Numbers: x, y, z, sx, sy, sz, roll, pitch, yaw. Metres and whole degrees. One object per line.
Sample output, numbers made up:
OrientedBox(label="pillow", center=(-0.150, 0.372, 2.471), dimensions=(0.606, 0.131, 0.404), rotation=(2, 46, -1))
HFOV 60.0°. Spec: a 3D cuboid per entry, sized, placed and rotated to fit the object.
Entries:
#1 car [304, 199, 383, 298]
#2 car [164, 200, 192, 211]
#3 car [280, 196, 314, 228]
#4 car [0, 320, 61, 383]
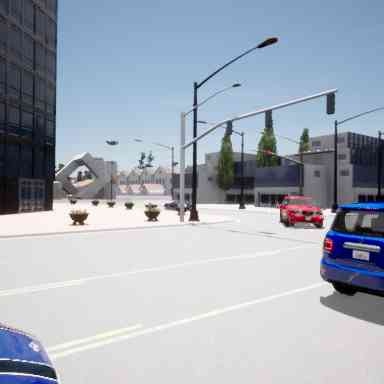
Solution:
OrientedBox(label="car", center=(5.232, 1.240, 7.526), dimensions=(5.566, 2.045, 2.150), rotation=(0, 0, -35))
OrientedBox(label="car", center=(-1.482, 1.694, 40.766), dimensions=(1.895, 1.301, 4.718), rotation=(1, -1, -35))
OrientedBox(label="car", center=(7.465, 1.306, 22.967), dimensions=(2.150, 2.045, 5.566), rotation=(2, 0, 8))
OrientedBox(label="car", center=(-2.989, 1.352, 1.612), dimensions=(4.553, 1.767, 2.097), rotation=(0, 0, -35))
